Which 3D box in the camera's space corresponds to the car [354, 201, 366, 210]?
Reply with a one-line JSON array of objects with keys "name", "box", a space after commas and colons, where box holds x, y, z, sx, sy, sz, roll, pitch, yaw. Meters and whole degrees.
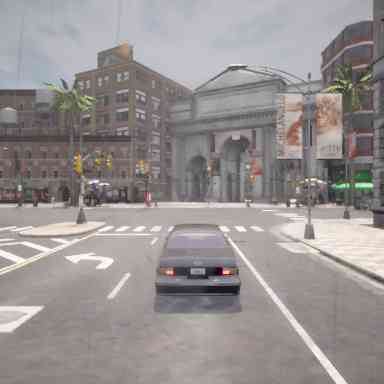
[{"name": "car", "box": [22.293, 1.564, 41.017, 4.181, 1.385, 1.994, 0, 0, 0]}]

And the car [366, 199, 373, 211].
[{"name": "car", "box": [22.719, 1.526, 37.518, 4.674, 1.442, 1.812, 0, 0, 1]}]

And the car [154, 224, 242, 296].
[{"name": "car", "box": [0.114, 1.547, 8.800, 2.033, 1.411, 5.357, 0, 0, 0]}]
